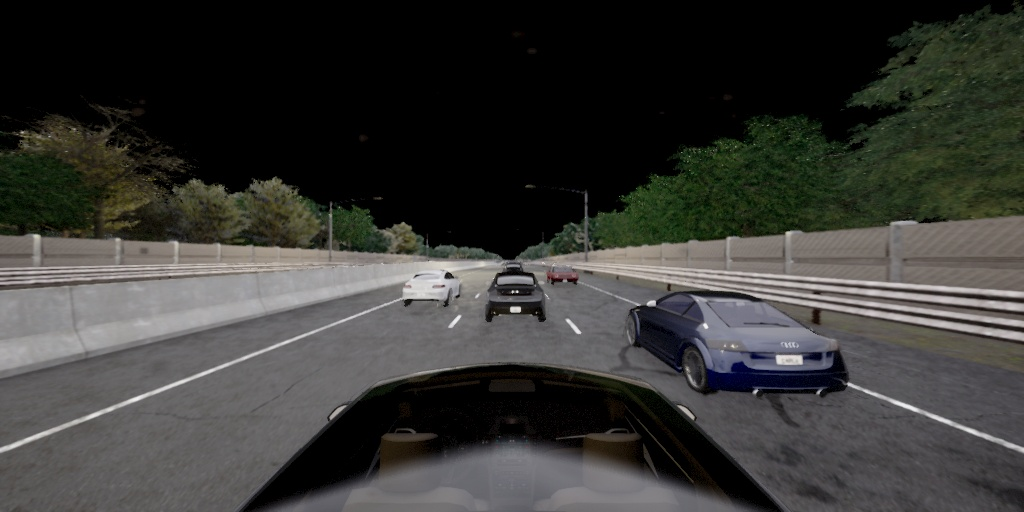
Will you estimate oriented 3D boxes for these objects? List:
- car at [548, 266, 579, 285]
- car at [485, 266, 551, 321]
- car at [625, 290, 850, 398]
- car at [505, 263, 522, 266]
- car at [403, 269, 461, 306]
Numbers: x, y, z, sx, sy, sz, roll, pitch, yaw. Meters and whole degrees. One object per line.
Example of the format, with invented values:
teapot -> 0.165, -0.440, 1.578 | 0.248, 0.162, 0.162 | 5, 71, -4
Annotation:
car -> 3.606, 1.396, 26.574 | 1.895, 1.301, 4.718 | 0, 0, 0
car -> 0.103, 1.272, 12.553 | 1.837, 1.490, 4.892 | 0, 0, 0
car -> 3.602, 1.320, 6.662 | 1.994, 1.385, 4.181 | 0, 0, 0
car -> 0.106, 1.315, 30.815 | 1.837, 1.490, 4.892 | 0, 0, 0
car -> -3.396, 1.298, 15.739 | 1.812, 1.442, 4.674 | 0, 0, 0
